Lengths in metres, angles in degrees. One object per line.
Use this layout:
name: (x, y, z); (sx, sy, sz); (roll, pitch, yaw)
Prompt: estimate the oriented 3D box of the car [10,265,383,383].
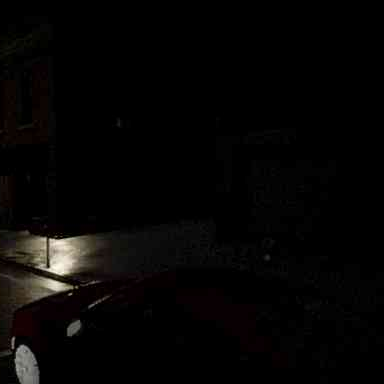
car: (-0.029, 1.423, 3.160); (4.507, 1.381, 1.887); (1, 3, 37)
